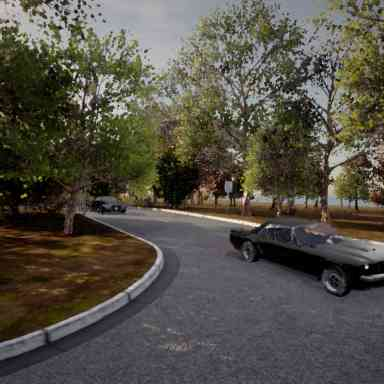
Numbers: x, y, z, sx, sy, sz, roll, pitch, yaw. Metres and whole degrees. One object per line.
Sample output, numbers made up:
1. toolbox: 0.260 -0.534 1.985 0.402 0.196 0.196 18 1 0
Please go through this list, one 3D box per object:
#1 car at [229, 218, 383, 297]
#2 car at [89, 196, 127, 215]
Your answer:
1. car: 3.021 1.442 8.687 1.895 1.301 4.718 0 3 -28
2. car: -6.793 1.030 26.745 1.994 1.385 4.181 1 0 -34
